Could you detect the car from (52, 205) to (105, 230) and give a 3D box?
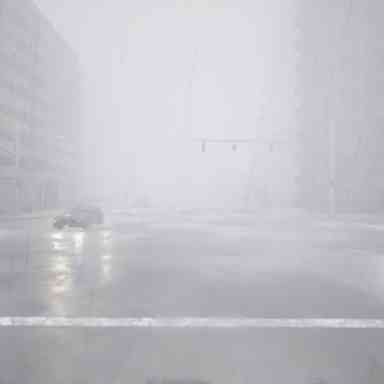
[{"bbox_3d":[-7.010,1.526,21.241,2.033,1.411,5.357,0,0,0],"label":"car"}]

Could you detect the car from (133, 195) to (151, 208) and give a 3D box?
[{"bbox_3d":[-7.022,1.289,46.931,2.097,1.767,4.553,0,0,0],"label":"car"}]
